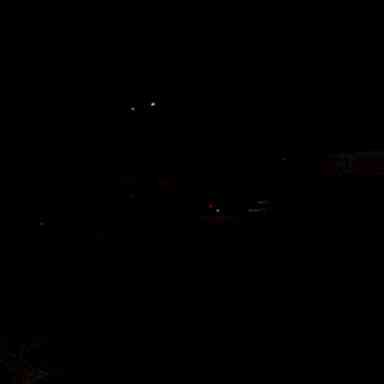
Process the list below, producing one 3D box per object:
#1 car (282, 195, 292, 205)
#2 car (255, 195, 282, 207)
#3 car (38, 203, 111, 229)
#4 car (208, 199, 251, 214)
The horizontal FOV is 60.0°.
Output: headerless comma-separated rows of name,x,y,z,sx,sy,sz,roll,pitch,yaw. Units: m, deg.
car,12.774,1.078,47.040,2.008,1.369,4.403,0,0,35
car,9.515,1.142,42.470,1.802,1.307,4.206,0,0,35
car,-6.782,1.313,19.618,1.947,1.339,4.313,0,0,35
car,3.424,1.227,29.395,1.895,1.301,4.718,-1,0,36
